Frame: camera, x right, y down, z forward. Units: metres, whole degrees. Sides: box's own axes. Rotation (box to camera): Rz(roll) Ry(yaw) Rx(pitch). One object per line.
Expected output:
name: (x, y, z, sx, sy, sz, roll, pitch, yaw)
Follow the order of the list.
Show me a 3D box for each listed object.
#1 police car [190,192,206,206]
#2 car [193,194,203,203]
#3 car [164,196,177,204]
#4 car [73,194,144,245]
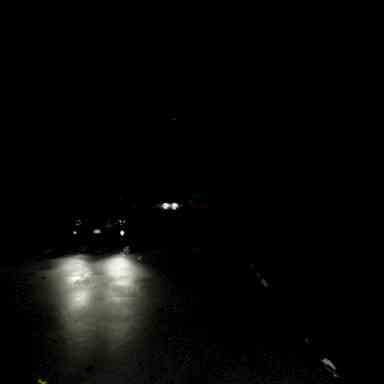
police car: (1.037, 1.135, 48.646, 1.930, 1.638, 5.238, 0, 0, 0)
car: (1.034, 1.181, 58.538, 1.812, 1.442, 4.674, 0, 0, 0)
car: (-3.576, 1.269, 56.158, 1.895, 1.301, 4.718, 0, 0, 1)
car: (-3.602, 1.123, 15.378, 2.150, 2.045, 5.566, 0, 0, 0)
